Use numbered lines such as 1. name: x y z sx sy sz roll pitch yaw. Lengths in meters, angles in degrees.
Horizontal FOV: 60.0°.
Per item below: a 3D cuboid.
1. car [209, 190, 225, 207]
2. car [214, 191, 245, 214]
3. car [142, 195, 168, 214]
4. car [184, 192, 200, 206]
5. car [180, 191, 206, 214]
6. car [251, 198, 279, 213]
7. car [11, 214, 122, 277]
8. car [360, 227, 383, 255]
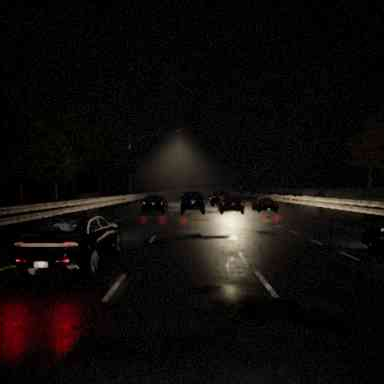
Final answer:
1. car: 3.500 0.803 43.158 2.150 2.045 5.566 0 1 0
2. car: 3.484 1.049 30.508 2.097 1.767 4.553 0 0 0
3. car: -3.418 1.040 31.391 2.097 1.767 4.553 0 0 0
4. car: 0.014 0.919 44.392 2.097 1.767 4.553 0 0 1
5. car: 0.082 0.921 30.451 2.150 2.045 5.566 0 1 0
6. car: 7.000 1.280 32.487 1.895 1.301 4.718 0 1 0
7. car: -3.407 1.392 9.916 2.128 1.511 4.902 0 1 0
8. car: 7.092 1.449 9.716 2.033 1.411 5.357 0 1 0
